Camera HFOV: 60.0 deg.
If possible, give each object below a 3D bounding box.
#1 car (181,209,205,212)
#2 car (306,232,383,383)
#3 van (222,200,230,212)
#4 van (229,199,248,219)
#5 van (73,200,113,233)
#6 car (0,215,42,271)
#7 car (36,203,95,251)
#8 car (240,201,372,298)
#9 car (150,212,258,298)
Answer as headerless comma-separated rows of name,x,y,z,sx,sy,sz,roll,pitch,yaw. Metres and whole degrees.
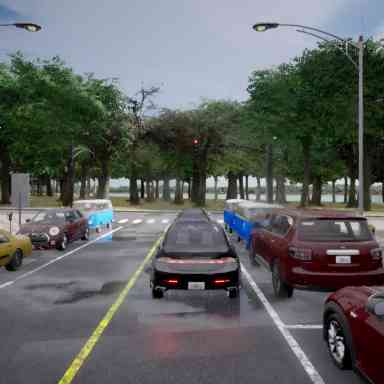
car,0.045,1.566,17.399,1.994,1.385,4.181,0,0,1
car,2.759,1.440,3.012,1.967,1.590,4.097,0,0,0
van,2.748,1.343,19.325,1.690,1.788,3.998,0,0,0
van,2.751,1.342,13.888,1.690,1.788,3.998,0,0,0
van,-5.777,1.343,19.320,1.690,1.788,3.998,0,0,0
car,-5.770,1.526,8.275,1.752,1.417,4.829,0,0,0
car,-5.774,1.441,13.882,1.967,1.590,4.097,0,0,0
car,2.755,1.315,8.450,2.192,1.841,5.009,0,0,0
car,0.084,1.492,8.480,2.128,1.511,4.902,0,0,0
